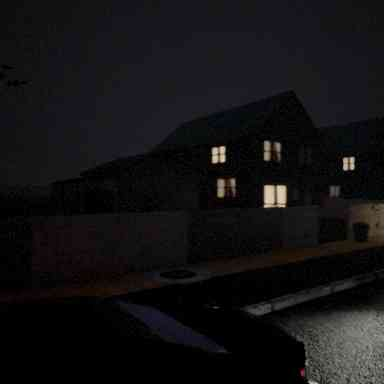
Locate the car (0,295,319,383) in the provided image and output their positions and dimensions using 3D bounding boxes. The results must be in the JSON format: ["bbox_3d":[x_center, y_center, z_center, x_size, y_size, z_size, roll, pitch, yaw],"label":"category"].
[{"bbox_3d":[-1.439,1.547,2.042,5.357,1.411,2.033,0,0,-36],"label":"car"}]
